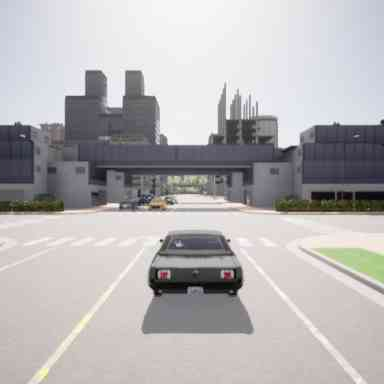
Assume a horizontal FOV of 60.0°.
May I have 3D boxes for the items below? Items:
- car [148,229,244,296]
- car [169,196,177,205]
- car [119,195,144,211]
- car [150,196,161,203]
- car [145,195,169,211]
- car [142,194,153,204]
[{"bbox_3d":[0.079,1.611,8.613,1.895,1.301,4.718,0,0,0],"label":"car"},{"bbox_3d":[-4.238,1.589,59.378,1.837,1.490,4.892,0,-1,0],"label":"car"},{"bbox_3d":[-7.804,1.552,41.635,2.128,1.511,4.902,0,0,2],"label":"car"},{"bbox_3d":[-7.677,1.619,71.063,1.812,1.442,4.674,0,0,0],"label":"car"},{"bbox_3d":[-4.261,1.541,41.607,1.882,1.535,5.008,0,0,0],"label":"car"},{"bbox_3d":[-7.742,1.300,57.195,2.150,2.045,5.566,0,0,1],"label":"car"}]
